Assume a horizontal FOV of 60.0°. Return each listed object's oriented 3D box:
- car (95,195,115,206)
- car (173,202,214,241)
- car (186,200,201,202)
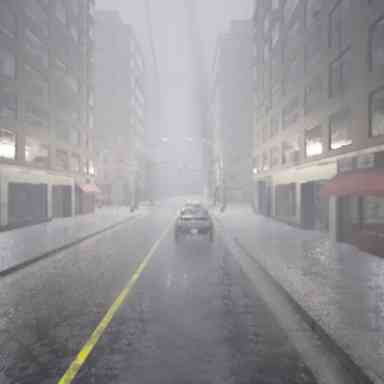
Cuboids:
[{"bbox_3d":[-14.907,1.328,53.431,5.009,1.841,2.192,0,0,0],"label":"car"},{"bbox_3d":[0.095,1.488,16.771,2.128,1.511,4.902,0,0,0],"label":"car"},{"bbox_3d":[0.111,1.506,32.709,2.163,1.488,4.792,0,0,-2],"label":"car"}]
